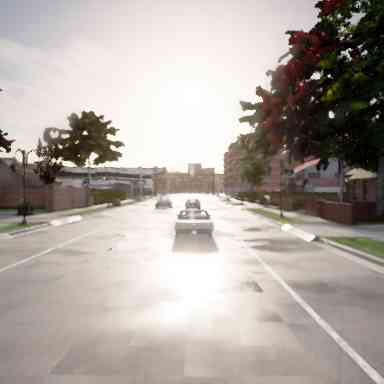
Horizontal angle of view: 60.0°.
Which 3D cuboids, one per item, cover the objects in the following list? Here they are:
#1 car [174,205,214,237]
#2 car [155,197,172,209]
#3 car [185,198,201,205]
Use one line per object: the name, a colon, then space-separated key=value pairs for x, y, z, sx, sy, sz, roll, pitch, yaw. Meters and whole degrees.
car: x=0.095 y=1.569 z=17.672 sx=1.895 sy=1.301 sz=4.718 roll=0 pitch=0 yaw=0
car: x=-3.579 y=1.394 z=42.852 sx=1.994 sy=1.385 sz=4.181 roll=0 pitch=0 yaw=0
car: x=0.099 y=1.406 z=38.269 sx=2.033 sy=1.411 sz=5.357 roll=0 pitch=0 yaw=0
